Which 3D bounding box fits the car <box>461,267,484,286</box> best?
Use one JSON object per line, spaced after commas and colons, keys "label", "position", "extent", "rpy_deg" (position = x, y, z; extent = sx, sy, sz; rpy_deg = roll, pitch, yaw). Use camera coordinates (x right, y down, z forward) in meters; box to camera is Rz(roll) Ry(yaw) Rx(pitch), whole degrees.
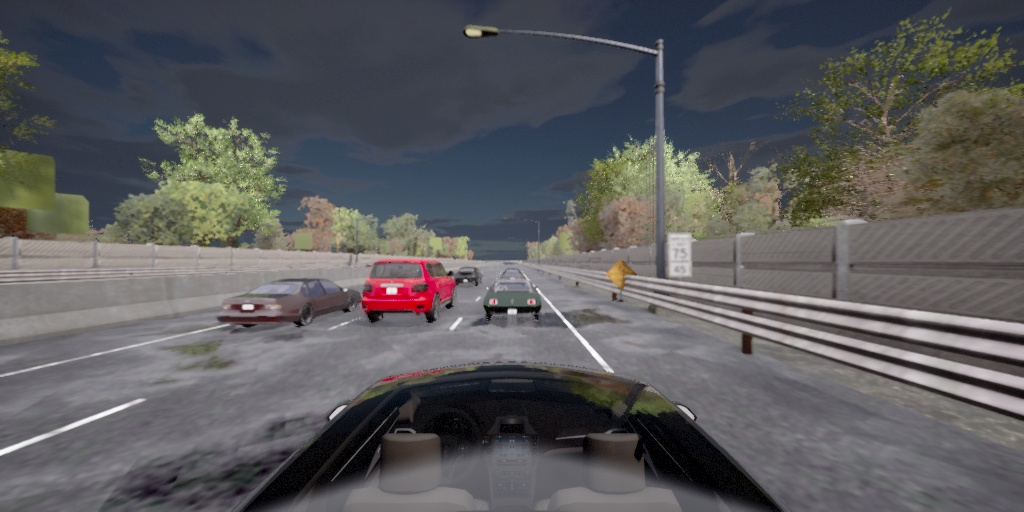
{"label": "car", "position": [-3.455, 1.624, 29.223], "extent": [1.837, 1.490, 4.892], "rpy_deg": [0, 0, 0]}

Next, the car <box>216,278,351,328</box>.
{"label": "car", "position": [-6.980, 1.434, 12.010], "extent": [2.033, 1.411, 5.357], "rpy_deg": [0, -1, 0]}

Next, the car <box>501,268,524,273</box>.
{"label": "car", "position": [0.047, 1.686, 29.402], "extent": [1.994, 1.385, 4.181], "rpy_deg": [0, -1, 0]}

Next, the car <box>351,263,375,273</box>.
{"label": "car", "position": [-24.527, 2.018, 59.198], "extent": [1.882, 1.535, 5.008], "rpy_deg": [0, -1, 1]}

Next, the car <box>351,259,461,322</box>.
{"label": "car", "position": [-3.470, 1.124, 13.096], "extent": [2.150, 2.045, 5.566], "rpy_deg": [0, 0, 0]}

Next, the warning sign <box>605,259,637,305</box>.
{"label": "warning sign", "position": [4.551, 1.041, 14.955], "extent": [1.300, 1.860, 1.060], "rpy_deg": [0, 0, 0]}

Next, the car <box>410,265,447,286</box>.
{"label": "car", "position": [-6.944, 1.612, 30.402], "extent": [1.882, 1.535, 5.008], "rpy_deg": [0, 0, 1]}

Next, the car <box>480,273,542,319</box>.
{"label": "car", "position": [0.036, 1.508, 13.560], "extent": [1.895, 1.301, 4.718], "rpy_deg": [0, -1, 1]}
